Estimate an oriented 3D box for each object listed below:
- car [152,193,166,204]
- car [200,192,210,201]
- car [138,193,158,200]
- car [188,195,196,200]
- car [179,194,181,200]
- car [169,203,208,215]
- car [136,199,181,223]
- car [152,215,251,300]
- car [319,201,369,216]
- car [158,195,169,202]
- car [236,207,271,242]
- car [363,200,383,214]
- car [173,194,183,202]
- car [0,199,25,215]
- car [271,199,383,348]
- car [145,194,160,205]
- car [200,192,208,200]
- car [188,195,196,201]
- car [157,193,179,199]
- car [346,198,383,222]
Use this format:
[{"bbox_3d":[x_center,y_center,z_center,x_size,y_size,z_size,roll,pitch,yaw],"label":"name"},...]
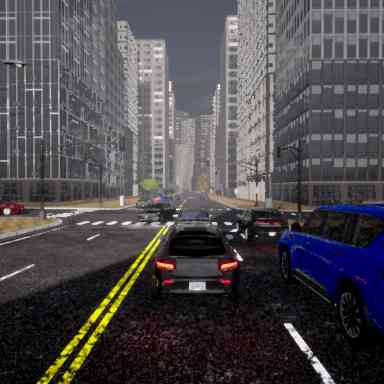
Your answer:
[{"bbox_3d":[-6.577,1.166,66.002,2.150,2.045,5.566,0,0,1],"label":"car"},{"bbox_3d":[3.196,1.443,79.589,1.812,1.442,4.674,0,0,0],"label":"car"},{"bbox_3d":[-6.660,1.318,47.835,2.097,1.767,4.553,0,0,1],"label":"car"},{"bbox_3d":[-0.063,1.461,90.703,1.994,1.385,4.181,0,0,0],"label":"car"},{"bbox_3d":[-3.374,1.503,57.355,2.033,1.411,5.357,0,0,0],"label":"car"},{"bbox_3d":[0.089,1.538,17.544,2.033,1.411,5.357,0,0,0],"label":"car"},{"bbox_3d":[-2.595,1.537,25.090,1.837,1.490,4.892,-2,-2,13],"label":"car"},{"bbox_3d":[0.093,1.522,8.270,1.812,1.442,4.674,0,0,0],"label":"car"},{"bbox_3d":[15.562,1.670,34.174,4.181,1.385,1.994,1,1,1],"label":"car"},{"bbox_3d":[-6.554,1.470,76.482,2.033,1.411,5.357,0,0,0],"label":"car"},{"bbox_3d":[3.339,1.496,16.273,1.837,1.490,4.892,0,0,0],"label":"car"},{"bbox_3d":[21.784,1.643,36.682,4.829,1.417,1.752,1,0,1],"label":"car"},{"bbox_3d":[-3.304,1.284,77.379,2.097,1.767,4.553,0,0,0],"label":"car"},{"bbox_3d":[-18.539,1.330,31.516,5.008,1.535,1.882,1,1,1],"label":"car"},{"bbox_3d":[3.349,1.218,6.413,2.150,2.045,5.566,0,0,0],"label":"car"},{"bbox_3d":[-6.624,1.309,56.473,2.097,1.767,4.553,0,0,0],"label":"car"},{"bbox_3d":[3.188,0.967,89.619,2.150,2.045,5.566,0,0,0],"label":"car"},{"bbox_3d":[-0.056,1.464,80.807,2.033,1.411,5.357,0,0,0],"label":"car"},{"bbox_3d":[-3.378,1.318,47.883,2.097,1.767,4.553,0,0,0],"label":"car"},{"bbox_3d":[16.181,1.519,28.391,5.009,1.841,2.192,1,0,1],"label":"car"}]
